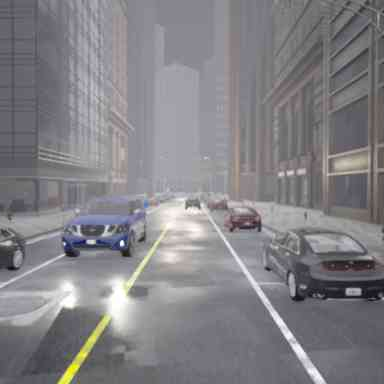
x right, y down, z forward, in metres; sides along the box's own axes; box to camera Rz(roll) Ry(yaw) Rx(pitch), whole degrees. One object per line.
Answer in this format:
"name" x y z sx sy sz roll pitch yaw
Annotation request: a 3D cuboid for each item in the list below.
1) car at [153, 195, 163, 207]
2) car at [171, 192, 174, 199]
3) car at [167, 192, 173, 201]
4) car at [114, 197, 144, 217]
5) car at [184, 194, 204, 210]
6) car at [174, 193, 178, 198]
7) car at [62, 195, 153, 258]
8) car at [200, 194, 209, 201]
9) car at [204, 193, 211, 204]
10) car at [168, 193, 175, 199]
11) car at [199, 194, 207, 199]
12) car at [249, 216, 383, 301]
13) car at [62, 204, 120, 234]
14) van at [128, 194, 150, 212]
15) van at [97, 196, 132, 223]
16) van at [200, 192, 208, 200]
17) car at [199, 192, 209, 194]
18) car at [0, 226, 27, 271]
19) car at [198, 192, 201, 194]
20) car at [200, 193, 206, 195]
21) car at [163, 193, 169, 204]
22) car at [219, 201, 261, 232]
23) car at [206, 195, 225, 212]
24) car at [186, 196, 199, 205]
"car" -5.667 1.381 47.430 1.802 1.307 4.206 -1 0 0
"car" -5.663 1.199 75.553 1.887 1.381 4.507 -1 0 0
"car" -5.663 1.250 69.929 1.947 1.339 4.313 -1 0 0
"car" -5.672 1.317 30.556 1.967 1.590 4.097 -1 0 0
"car" 0.109 1.335 40.631 1.837 1.490 4.892 0 0 0
"car" -5.663 0.909 86.802 2.192 1.841 5.009 -1 0 0
"car" -3.065 1.174 12.935 2.150 2.045 5.566 0 0 0
"car" 2.863 1.199 75.554 1.887 1.381 4.507 -1 0 0
"car" 2.856 1.266 41.807 1.967 1.590 4.097 -1 0 0
"car" -5.660 1.107 92.427 1.887 1.381 4.507 -1 0 0
"car" 2.865 1.176 86.803 1.802 1.307 4.206 -1 0 0
"car" 2.851 1.520 8.062 2.008 1.369 4.403 -1 0 0
"car" -5.673 1.475 19.307 2.008 1.369 4.403 -1 0 0
"van" -5.672 1.193 36.180 1.690 1.788 3.998 -1 0 0
"van" -5.674 1.242 24.930 1.690 1.788 3.998 -1 0 0
"van" 2.862 0.966 81.178 1.690 1.788 3.998 -1 0 0
"car" 2.861 1.280 64.306 1.947 1.339 4.313 -1 0 0
"car" -5.675 1.520 8.057 2.008 1.369 4.403 -1 0 0
"car" 2.859 0.999 69.929 2.192 1.841 5.009 -1 0 0
"car" 2.860 1.309 58.682 1.947 1.339 4.313 -1 0 0
"car" -5.665 1.309 58.680 1.947 1.339 4.313 -1 0 0
"car" 2.852 1.469 19.310 1.887 1.381 4.507 -1 0 0
"car" 2.856 1.397 36.183 1.887 1.381 4.507 -1 0 0
"car" 0.108 1.375 52.667 1.895 1.301 4.718 0 0 0
